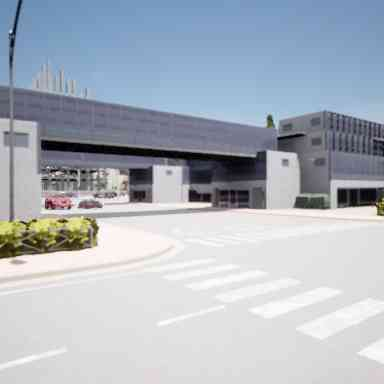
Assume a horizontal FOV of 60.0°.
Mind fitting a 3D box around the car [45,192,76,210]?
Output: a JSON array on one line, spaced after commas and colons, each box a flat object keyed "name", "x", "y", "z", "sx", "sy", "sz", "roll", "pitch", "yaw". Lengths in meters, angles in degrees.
[{"name": "car", "x": -16.634, "y": 1.161, "z": 41.296, "sx": 2.150, "sy": 2.045, "sz": 5.566, "roll": 0, "pitch": 0, "yaw": -36}]

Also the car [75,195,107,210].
[{"name": "car", "x": -12.857, "y": 1.484, "z": 42.048, "sx": 1.994, "sy": 1.385, "sz": 4.181, "roll": 0, "pitch": 0, "yaw": -36}]
